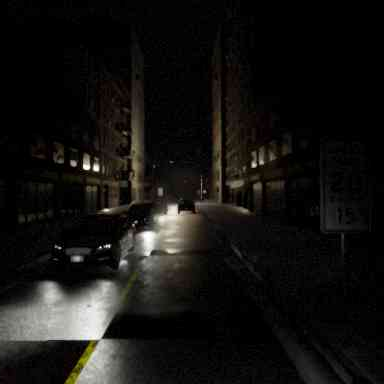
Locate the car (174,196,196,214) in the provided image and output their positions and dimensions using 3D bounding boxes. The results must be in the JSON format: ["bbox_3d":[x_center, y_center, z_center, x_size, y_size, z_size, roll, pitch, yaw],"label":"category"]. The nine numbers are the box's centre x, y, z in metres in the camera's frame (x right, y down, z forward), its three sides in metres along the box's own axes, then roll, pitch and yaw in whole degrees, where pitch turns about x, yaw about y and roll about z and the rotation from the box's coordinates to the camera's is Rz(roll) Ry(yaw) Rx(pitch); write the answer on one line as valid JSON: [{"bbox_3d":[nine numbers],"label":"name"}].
[{"bbox_3d":[-0.603,1.471,35.501,2.128,1.511,4.902,0,0,-1],"label":"car"}]

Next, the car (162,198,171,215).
[{"bbox_3d":[-3.400,1.571,32.891,1.994,1.385,4.181,0,0,-1],"label":"car"}]

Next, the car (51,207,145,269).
[{"bbox_3d":[-3.058,1.490,11.194,2.128,1.511,4.902,0,0,-1],"label":"car"}]

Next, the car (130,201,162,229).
[{"bbox_3d":[-3.256,1.497,21.633,1.837,1.490,4.892,0,0,-1],"label":"car"}]

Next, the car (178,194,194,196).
[{"bbox_3d":[-0.853,1.493,47.665,1.837,1.490,4.892,0,0,-1],"label":"car"}]
